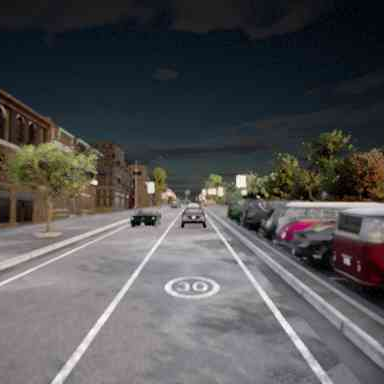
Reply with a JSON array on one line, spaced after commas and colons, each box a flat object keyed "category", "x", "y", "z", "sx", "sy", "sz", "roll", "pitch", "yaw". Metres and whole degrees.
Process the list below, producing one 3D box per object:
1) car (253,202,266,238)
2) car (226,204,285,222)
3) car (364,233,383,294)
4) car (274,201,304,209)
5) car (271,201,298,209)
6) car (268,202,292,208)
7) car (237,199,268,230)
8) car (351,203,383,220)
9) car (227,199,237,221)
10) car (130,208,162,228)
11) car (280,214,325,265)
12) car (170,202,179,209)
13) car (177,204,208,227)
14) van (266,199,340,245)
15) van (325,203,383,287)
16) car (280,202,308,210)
[{"category": "car", "x": 5.574, "y": 1.532, "z": 16.065, "sx": 4.553, "sy": 1.767, "sz": 2.185, "roll": 0, "pitch": -1, "yaw": 0}, {"category": "car", "x": 5.612, "y": 1.866, "z": 30.073, "sx": 4.892, "sy": 1.521, "sz": 2.231, "roll": 0, "pitch": -1, "yaw": 0}, {"category": "car", "x": 5.603, "y": 1.526, "z": 4.850, "sx": 5.008, "sy": 1.535, "sz": 2.097, "roll": 0, "pitch": -1, "yaw": 0}, {"category": "car", "x": 18.753, "y": 2.585, "z": 64.446, "sx": 5.008, "sy": 1.535, "sz": 2.097, "roll": 0, "pitch": -1, "yaw": 0}, {"category": "car", "x": 18.746, "y": 2.656, "z": 67.718, "sx": 4.892, "sy": 1.521, "sz": 2.231, "roll": 0, "pitch": -1, "yaw": 0}, {"category": "car", "x": 18.753, "y": 2.764, "z": 70.993, "sx": 4.674, "sy": 1.452, "sz": 2.002, "roll": 0, "pitch": -1, "yaw": 0}, {"category": "car", "x": 5.635, "y": 1.442, "z": 18.867, "sx": 5.566, "sy": 2.045, "sz": 2.435, "roll": 0, "pitch": -1, "yaw": 0}, {"category": "car", "x": 18.696, "y": 1.916, "z": 32.819, "sx": 5.008, "sy": 1.535, "sz": 2.097, "roll": 0, "pitch": -1, "yaw": 0}, {"category": "car", "x": 5.643, "y": 1.565, "z": 27.276, "sx": 5.566, "sy": 2.045, "sz": 2.435, "roll": 0, "pitch": -1, "yaw": 0}, {"category": "car", "x": -3.333, "y": 1.899, "z": 24.752, "sx": 1.895, "sy": 1.301, "sz": 4.718, "roll": 0, "pitch": -1, "yaw": 0}, {"category": "car", "x": 5.600, "y": 1.593, "z": 10.455, "sx": 4.892, "sy": 1.521, "sz": 2.231, "roll": 0, "pitch": -1, "yaw": 0}, {"category": "car", "x": -3.217, "y": 2.728, "z": 66.335, "sx": 1.994, "sy": 1.385, "sz": 4.181, "roll": 0, "pitch": -1, "yaw": 0}, {"category": "car", "x": 0.117, "y": 1.857, "z": 25.506, "sx": 2.033, "sy": 1.411, "sz": 5.357, "roll": 0, "pitch": -1, "yaw": 0}, {"category": "van", "x": 5.490, "y": 1.399, "z": 13.262, "sx": 4.442, "sy": 1.987, "sz": 1.878, "roll": 0, "pitch": -1, "yaw": 0}, {"category": "van", "x": 5.724, "y": 1.333, "z": 7.656, "sx": 4.442, "sy": 1.987, "sz": 1.878, "roll": 0, "pitch": -1, "yaw": 0}, {"category": "car", "x": 18.740, "y": 2.558, "z": 61.297, "sx": 4.674, "sy": 1.452, "sz": 2.002, "roll": 0, "pitch": -1, "yaw": 0}]
